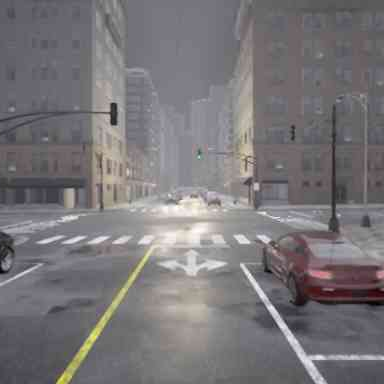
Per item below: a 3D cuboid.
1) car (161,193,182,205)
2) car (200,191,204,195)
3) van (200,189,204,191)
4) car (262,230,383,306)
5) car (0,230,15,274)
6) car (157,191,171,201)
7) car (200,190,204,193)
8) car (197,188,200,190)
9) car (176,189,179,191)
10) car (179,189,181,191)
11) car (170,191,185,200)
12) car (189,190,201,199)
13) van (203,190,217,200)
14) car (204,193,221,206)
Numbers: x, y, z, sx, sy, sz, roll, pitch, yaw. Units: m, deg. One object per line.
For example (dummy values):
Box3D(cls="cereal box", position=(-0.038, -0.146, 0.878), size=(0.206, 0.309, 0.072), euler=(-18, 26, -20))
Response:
Box3D(cls="car", position=(-2.831, 1.174, 46.870), size=(1.895, 1.301, 4.718), euler=(0, 1, 1))
Box3D(cls="car", position=(3.162, 0.930, 67.011), size=(1.802, 1.307, 4.206), euler=(0, 1, 0))
Box3D(cls="van", position=(3.246, 0.531, 78.115), size=(1.690, 1.788, 3.998), euler=(0, 1, 0))
Box3D(cls="car", position=(2.752, 1.523, 7.596), size=(1.802, 1.307, 4.206), euler=(0, 0, 0))
Box3D(cls="car", position=(-5.774, 1.507, 7.590), size=(1.947, 1.339, 4.313), euler=(0, 0, 0))
Box3D(cls="car", position=(-5.408, 0.998, 61.530), size=(1.802, 1.307, 4.206), euler=(0, 1, 0))
Box3D(cls="car", position=(3.204, 0.853, 72.567), size=(1.802, 1.307, 4.206), euler=(0, 1, 0))
Box3D(cls="car", position=(0.521, 0.426, 83.236), size=(1.882, 1.535, 5.008), euler=(0, 1, 0))
Box3D(cls="car", position=(-5.236, 0.424, 83.734), size=(2.192, 1.841, 5.009), euler=(0, 1, 0))
Box3D(cls="car", position=(-5.152, 0.262, 94.838), size=(2.192, 1.841, 5.009), euler=(0, 1, 0))
Box3D(cls="car", position=(-2.652, 0.947, 62.865), size=(2.033, 1.411, 5.357), euler=(0, 1, 1))
Box3D(cls="car", position=(0.445, 0.778, 73.238), size=(1.812, 1.442, 4.674), euler=(0, 1, 0))
Box3D(cls="van", position=(3.032, 0.878, 50.353), size=(1.690, 1.788, 3.998), euler=(0, 1, 0))
Box3D(cls="car", position=(2.990, 1.177, 44.804), size=(1.802, 1.307, 4.206), euler=(0, 1, 0))
